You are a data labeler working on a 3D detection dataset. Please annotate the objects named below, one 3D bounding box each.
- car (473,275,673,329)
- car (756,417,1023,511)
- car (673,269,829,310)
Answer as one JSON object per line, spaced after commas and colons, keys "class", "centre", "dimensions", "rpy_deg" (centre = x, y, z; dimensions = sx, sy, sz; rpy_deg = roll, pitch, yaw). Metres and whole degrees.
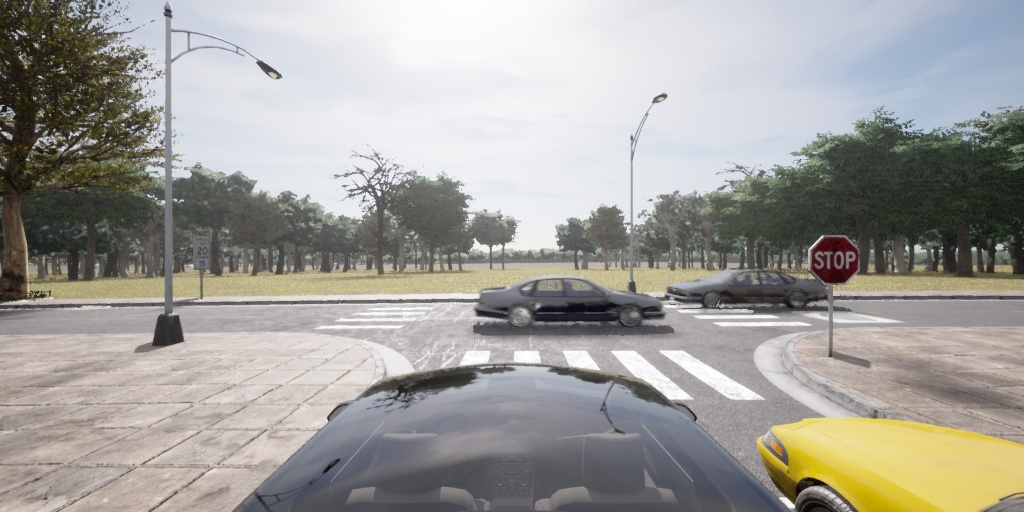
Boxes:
{"class": "car", "centre": [1.567, 1.270, 10.606], "dimensions": [5.357, 1.411, 2.033], "rpy_deg": [0, 0, 1]}
{"class": "car", "centre": [2.628, 1.275, 0.626], "dimensions": [1.751, 1.417, 4.829], "rpy_deg": [0, 0, 0]}
{"class": "car", "centre": [8.695, 1.192, 13.468], "dimensions": [5.357, 1.411, 2.033], "rpy_deg": [0, 0, 1]}
